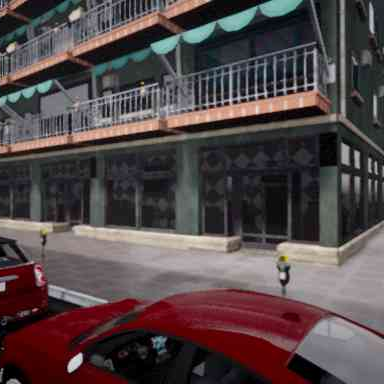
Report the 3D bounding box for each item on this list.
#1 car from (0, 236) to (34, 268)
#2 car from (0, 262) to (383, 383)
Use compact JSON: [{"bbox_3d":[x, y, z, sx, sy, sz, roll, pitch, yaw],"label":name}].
[{"bbox_3d":[-4.484,1.462,6.081,4.097,1.590,1.967,0,0,36],"label":"car"},{"bbox_3d":[0.102,1.549,2.804,4.507,1.381,1.887,0,0,36],"label":"car"}]
